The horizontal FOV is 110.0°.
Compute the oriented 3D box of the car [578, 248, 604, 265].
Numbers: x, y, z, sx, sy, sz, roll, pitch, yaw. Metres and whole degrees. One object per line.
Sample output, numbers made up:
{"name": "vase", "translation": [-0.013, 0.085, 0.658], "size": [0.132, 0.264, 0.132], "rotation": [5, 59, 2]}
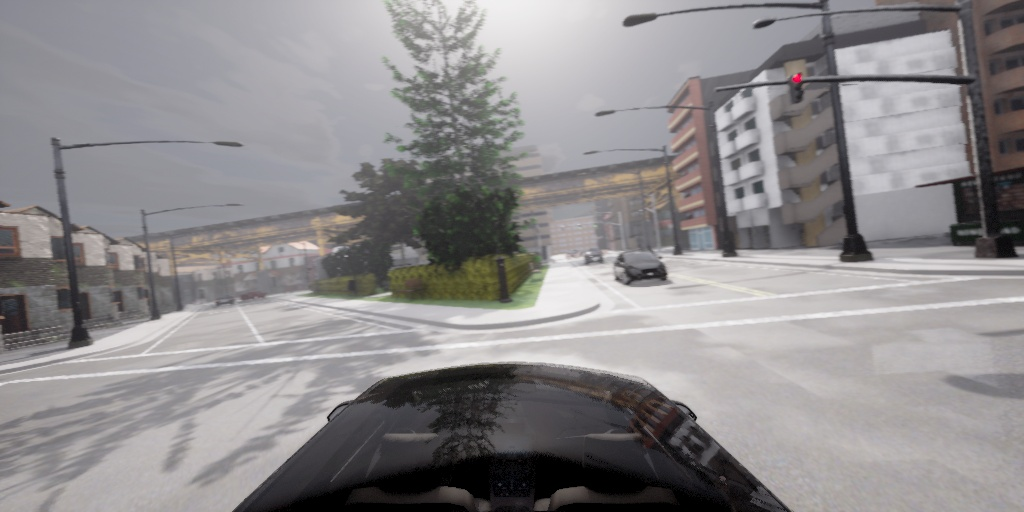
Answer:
{"name": "car", "translation": [8.832, 0.144, 39.071], "size": [2.128, 1.511, 4.902], "rotation": [-7, 0, 7]}

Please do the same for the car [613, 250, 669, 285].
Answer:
{"name": "car", "translation": [6.200, 0.481, 17.815], "size": [1.837, 1.490, 4.892], "rotation": [-7, 0, 7]}
